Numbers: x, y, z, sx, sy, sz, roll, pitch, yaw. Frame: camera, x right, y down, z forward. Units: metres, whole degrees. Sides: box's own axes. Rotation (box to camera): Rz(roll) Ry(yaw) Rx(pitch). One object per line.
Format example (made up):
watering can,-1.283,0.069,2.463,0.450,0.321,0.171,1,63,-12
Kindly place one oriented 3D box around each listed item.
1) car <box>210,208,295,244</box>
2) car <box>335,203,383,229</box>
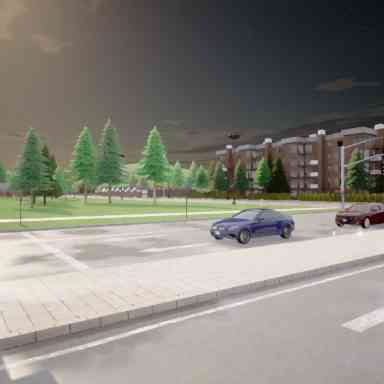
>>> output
car,3.004,1.526,15.935,4.674,1.442,1.812,0,0,-36
car,11.445,1.478,21.925,5.008,1.535,1.882,0,0,-35
